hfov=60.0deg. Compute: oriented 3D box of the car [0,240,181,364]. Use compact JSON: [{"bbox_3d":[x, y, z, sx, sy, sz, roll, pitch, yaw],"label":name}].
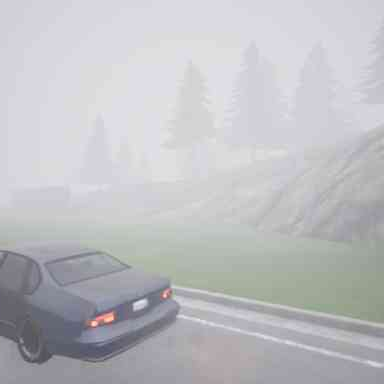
[{"bbox_3d":[-2.779,1.607,5.910,5.357,1.411,2.033,-1,0,34],"label":"car"}]
